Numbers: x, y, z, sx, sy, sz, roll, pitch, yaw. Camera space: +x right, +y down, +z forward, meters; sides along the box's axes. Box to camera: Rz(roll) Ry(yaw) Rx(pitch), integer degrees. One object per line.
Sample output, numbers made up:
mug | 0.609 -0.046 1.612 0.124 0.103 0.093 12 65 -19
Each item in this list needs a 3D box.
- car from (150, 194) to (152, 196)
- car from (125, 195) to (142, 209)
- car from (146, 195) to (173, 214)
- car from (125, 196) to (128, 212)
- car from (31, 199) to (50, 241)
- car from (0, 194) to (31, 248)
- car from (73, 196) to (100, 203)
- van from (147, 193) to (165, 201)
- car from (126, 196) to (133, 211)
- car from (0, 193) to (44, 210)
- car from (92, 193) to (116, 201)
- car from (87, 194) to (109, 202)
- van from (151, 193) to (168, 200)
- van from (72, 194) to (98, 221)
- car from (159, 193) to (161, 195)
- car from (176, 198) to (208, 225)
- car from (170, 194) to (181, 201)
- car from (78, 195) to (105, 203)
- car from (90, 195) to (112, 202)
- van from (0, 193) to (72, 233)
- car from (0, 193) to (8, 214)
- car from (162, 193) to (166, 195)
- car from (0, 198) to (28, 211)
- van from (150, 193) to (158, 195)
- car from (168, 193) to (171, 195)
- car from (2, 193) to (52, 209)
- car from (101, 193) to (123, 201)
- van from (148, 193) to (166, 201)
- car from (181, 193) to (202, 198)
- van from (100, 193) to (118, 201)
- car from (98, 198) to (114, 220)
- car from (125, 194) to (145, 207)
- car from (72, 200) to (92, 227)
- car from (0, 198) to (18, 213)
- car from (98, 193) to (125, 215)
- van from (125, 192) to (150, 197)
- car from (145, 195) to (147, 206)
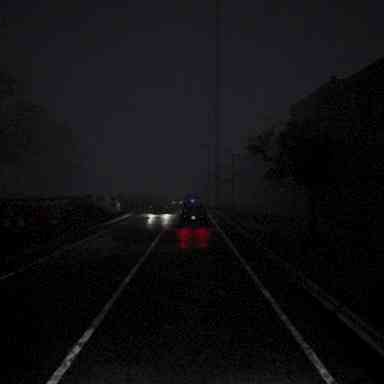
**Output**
car | -8.881 1.480 50.445 4.792 1.488 2.163 0 0 0
car | -8.885 1.421 39.235 5.008 1.535 2.097 0 0 0
car | -3.359 1.427 35.236 1.882 1.535 5.008 0 0 0
car | -8.871 1.416 30.829 4.892 1.521 2.231 0 0 0
car | -8.819 1.297 14.004 4.553 1.767 2.185 0 0 0
car | -8.877 1.176 11.203 5.566 2.045 2.435 0 0 0
car | -22.029 1.504 69.673 4.892 1.521 2.231 0 0 0
van | -9.086 1.316 84.085 4.442 1.987 1.878 0 0 0
car | -8.851 1.445 33.627 4.792 1.488 2.163 0 0 0
car | -21.945 1.176 41.789 5.566 2.045 2.435 0 0 0
car | -22.077 1.289 83.553 5.566 2.045 2.435 0 0 0
car | -22.069 1.400 78.000 4.553 1.767 2.185 0 0 0
van | -9.101 1.339 92.493 4.442 1.987 1.878 0 0 0
van | -8.977 1.193 22.415 4.442 1.987 1.878 0 0 0
car | -8.903 1.363 64.461 4.553 1.767 2.185 0 0 0
car | 0.091 1.443 23.873 2.128 1.511 4.902 0 0 0
car | -3.281 1.237 76.783 2.097 1.767 4.553 0 0 0
car | -21.843 1.507 72.450 5.366 1.575 1.946 0 0 0
car | -22.015 1.563 80.777 4.792 1.488 2.163 0 0 0
van | -8.737 1.196 16.808 4.442 1.987 1.878 0 0 0
car | -21.932 1.164 33.433 5.566 2.045 2.435 0 0 0
car | -8.916 1.253 70.068 5.566 2.045 2.435 0 0 0
car | -21.967 1.461 38.881 4.674 1.452 2.002 0 0 0
van | -8.808 1.248 58.855 4.442 1.987 1.878 0 0 0
car | -8.951 1.306 89.692 5.566 2.045 2.435 0 0 0
car | -21.951 1.183 44.451 5.566 2.045 2.435 0 0 0
car | -22.091 1.312 91.880 5.566 2.045 2.435 0 0 0
van | -9.091 1.324 86.888 4.442 1.987 1.878 0 0 0
car | 0.081 1.181 40.803 2.150 2.045 5.566 0 0 0
van | -22.175 1.330 89.104 4.442 1.987 1.878 0 0 0
car | -8.860 1.417 25.218 5.008 1.535 2.097 0 0 0
car | -9.081 1.425 42.035 5.366 1.575 1.946 0 0 0
car | -8.851 1.421 19.612 4.892 1.521 2.231 0 0 0
car | -21.959 1.418 36.220 5.008 1.535 2.097 0 0 0
car | -8.899 1.165 28.022 5.566 2.045 2.435 0 0 0
van | -8.788 1.217 47.642 4.442 1.987 1.878 0 0 0
car | -8.929 1.465 44.838 4.792 1.488 2.163 0 0 0
